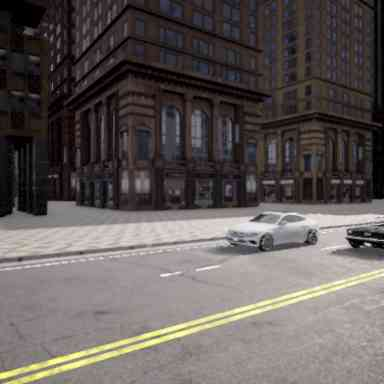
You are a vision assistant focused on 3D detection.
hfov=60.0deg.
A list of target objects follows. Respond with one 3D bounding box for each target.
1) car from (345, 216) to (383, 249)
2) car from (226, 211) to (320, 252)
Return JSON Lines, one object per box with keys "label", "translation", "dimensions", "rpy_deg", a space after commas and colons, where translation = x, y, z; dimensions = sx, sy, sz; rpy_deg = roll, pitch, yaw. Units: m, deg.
{"label": "car", "translation": [8.307, 1.641, 13.572], "dimensions": [4.718, 1.301, 1.895], "rpy_deg": [0, 0, -35]}
{"label": "car", "translation": [3.583, 1.556, 14.208], "dimensions": [4.674, 1.442, 1.812], "rpy_deg": [0, 0, -35]}
